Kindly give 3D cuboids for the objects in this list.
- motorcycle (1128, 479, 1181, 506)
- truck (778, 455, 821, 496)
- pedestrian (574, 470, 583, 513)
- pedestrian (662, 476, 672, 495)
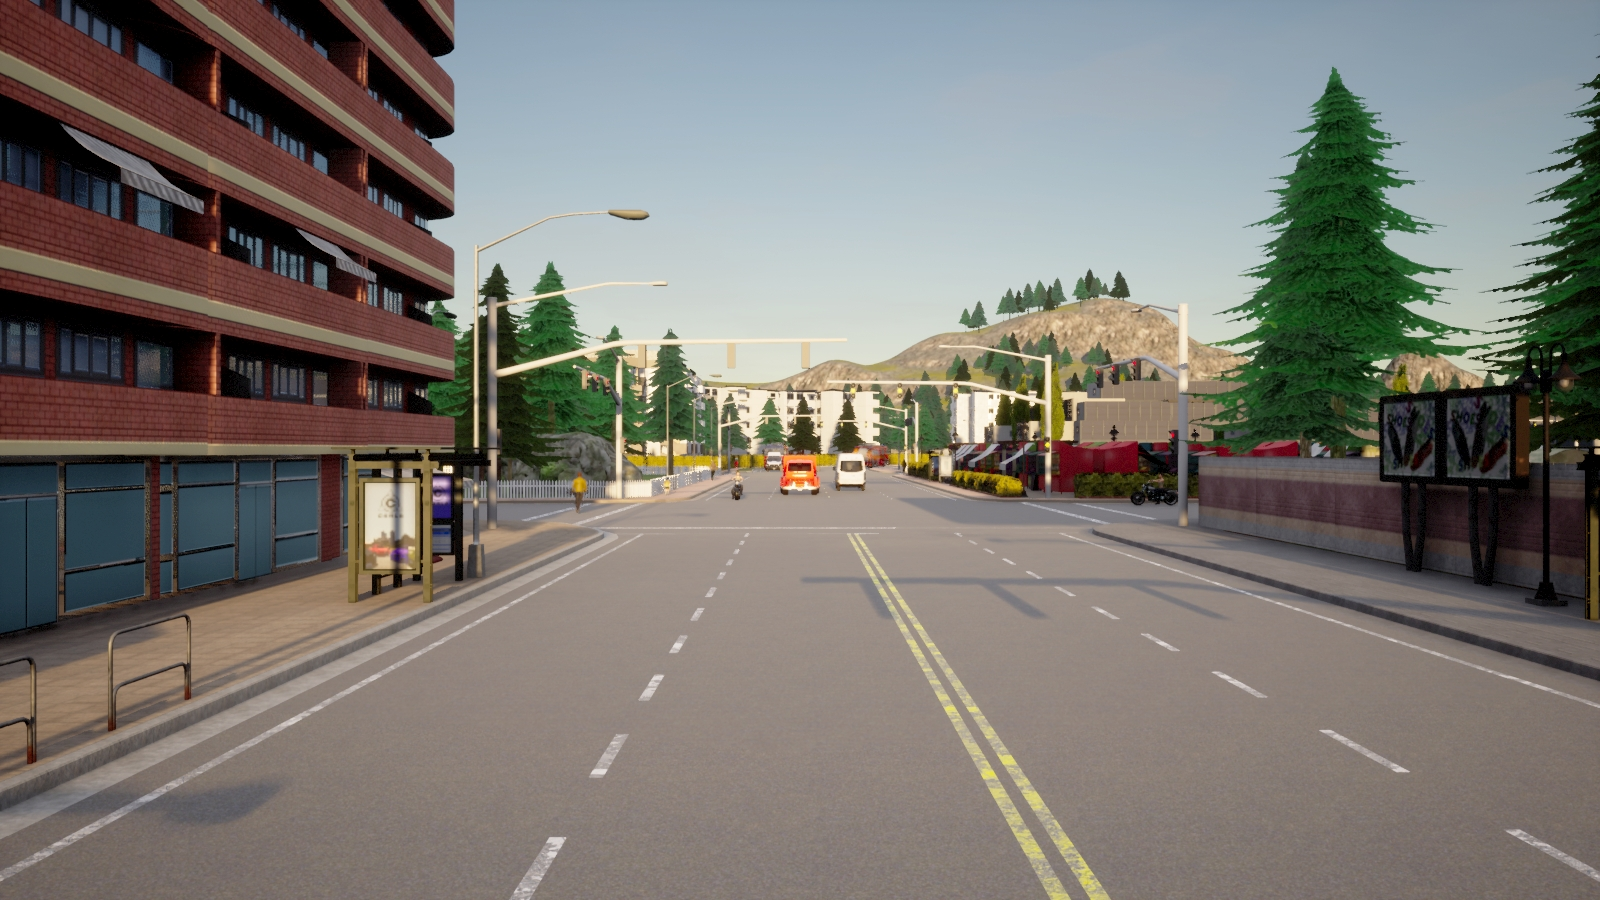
[{"bbox_3d":[17.582,2.102,56.689,2.356,1.307,0.764,0,0,0],"label":"motorcycle"},{"bbox_3d":[-0.006,1.572,72.542,2.627,2.467,5.204,0,0,0],"label":"truck"},{"bbox_3d":[-9.608,1.795,49.507,0.375,1.860,0.375,0,0,-7],"label":"pedestrian"},{"bbox_3d":[-7.739,2.079,66.515,0.500,1.100,0.500,0,0,-1],"label":"pedestrian"}]
